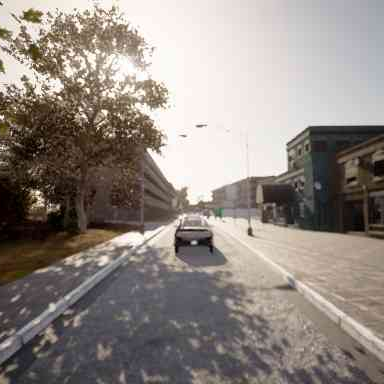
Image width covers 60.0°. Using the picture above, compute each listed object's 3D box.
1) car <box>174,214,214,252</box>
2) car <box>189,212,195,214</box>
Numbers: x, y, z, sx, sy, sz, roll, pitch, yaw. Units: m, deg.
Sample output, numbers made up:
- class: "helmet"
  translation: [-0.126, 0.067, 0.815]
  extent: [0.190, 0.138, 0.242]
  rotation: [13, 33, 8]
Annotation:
- class: "car"
  translation: [0.091, 2.114, 17.018]
  extent: [2.128, 1.511, 4.902]
  rotation: [0, -3, 0]
- class: "car"
  translation: [0.088, 3.072, 34.614]
  extent: [1.812, 1.442, 4.674]
  rotation: [0, -3, 0]
